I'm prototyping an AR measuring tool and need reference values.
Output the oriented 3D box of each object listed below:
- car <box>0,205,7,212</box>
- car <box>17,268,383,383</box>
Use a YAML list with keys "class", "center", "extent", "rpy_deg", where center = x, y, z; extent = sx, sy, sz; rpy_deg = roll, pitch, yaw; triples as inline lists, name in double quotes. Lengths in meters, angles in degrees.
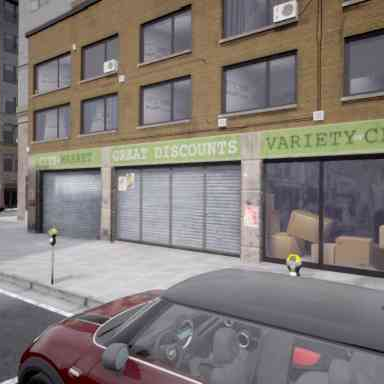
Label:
- class: "car"
  center: [-19.405, 1.456, 29.761]
  extent: [1.895, 1.301, 4.718]
  rpy_deg: [1, 1, 34]
- class: "car"
  center: [0.261, 1.440, 2.879]
  extent: [4.097, 1.590, 1.967]
  rpy_deg: [0, 1, 35]
